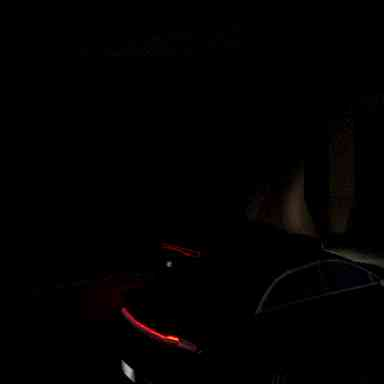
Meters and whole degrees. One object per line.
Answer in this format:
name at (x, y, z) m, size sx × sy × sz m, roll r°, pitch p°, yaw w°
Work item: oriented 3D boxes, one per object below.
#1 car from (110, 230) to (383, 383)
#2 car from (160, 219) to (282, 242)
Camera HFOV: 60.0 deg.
car at (1.360, 1.491, 4.588) m, size 4.902 × 1.511 × 2.128 m, roll 0°, pitch 0°, yaw -35°
car at (1.492, 1.477, 8.981) m, size 5.008 × 1.535 × 1.882 m, roll 0°, pitch 0°, yaw -36°
